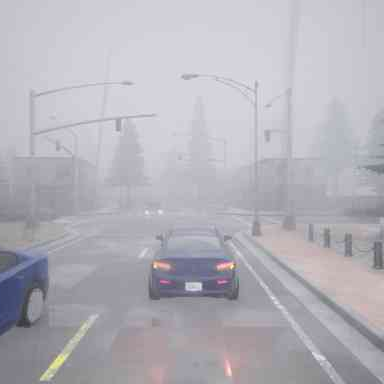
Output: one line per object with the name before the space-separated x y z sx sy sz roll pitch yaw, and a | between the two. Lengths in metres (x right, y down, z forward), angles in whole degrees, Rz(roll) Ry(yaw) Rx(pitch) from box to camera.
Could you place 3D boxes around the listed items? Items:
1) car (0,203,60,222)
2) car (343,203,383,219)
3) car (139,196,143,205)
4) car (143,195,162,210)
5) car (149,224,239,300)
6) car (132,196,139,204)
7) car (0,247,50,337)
car | -12.300 1.549 25.277 4.181 1.385 1.994 0 0 0
car | 15.443 1.585 28.132 4.718 1.301 1.895 0 0 2
car | -6.689 1.318 52.971 2.097 1.767 4.553 0 0 -15
car | -4.938 1.443 43.084 1.882 1.535 5.008 0 0 -6
car | 0.041 1.526 8.256 1.812 1.442 4.674 0 0 0
car | -10.082 1.470 62.777 1.837 1.490 4.892 0 0 -23
car | -3.577 1.477 4.165 1.882 1.535 5.008 0 0 0
